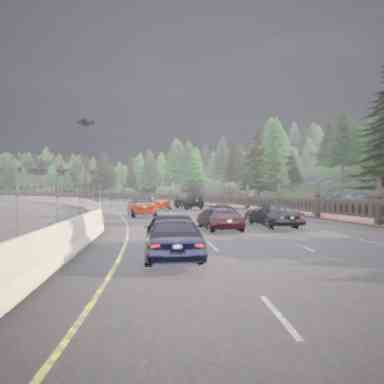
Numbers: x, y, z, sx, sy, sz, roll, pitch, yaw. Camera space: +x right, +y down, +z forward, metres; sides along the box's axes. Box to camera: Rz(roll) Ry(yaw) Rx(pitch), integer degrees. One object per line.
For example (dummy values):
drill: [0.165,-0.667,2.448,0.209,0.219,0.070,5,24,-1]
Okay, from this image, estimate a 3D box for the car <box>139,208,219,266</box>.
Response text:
car: [-0.674,1.490,11.323,2.033,1.411,5.357,0,0,-7]

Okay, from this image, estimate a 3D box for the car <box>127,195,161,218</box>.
car: [-4.414,1.211,28.970,2.097,1.767,4.553,0,0,-16]

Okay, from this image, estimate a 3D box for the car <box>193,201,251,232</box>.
car: [1.575,1.464,19.149,1.994,1.385,4.181,0,0,-11]

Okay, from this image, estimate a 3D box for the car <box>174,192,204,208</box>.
car: [-0.418,1.024,39.009,2.150,2.045,5.566,0,0,-21]

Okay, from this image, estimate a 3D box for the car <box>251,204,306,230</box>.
car: [4.943,1.436,20.478,2.033,1.411,5.357,0,0,-11]

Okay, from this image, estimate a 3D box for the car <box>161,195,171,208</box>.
car: [-4.059,1.162,38.569,2.097,1.767,4.553,0,0,-21]
